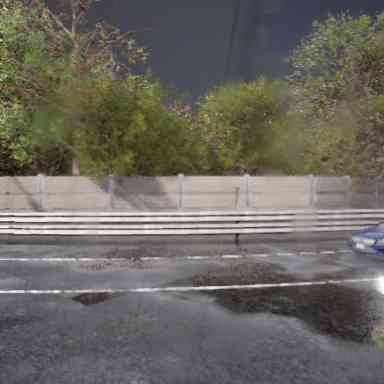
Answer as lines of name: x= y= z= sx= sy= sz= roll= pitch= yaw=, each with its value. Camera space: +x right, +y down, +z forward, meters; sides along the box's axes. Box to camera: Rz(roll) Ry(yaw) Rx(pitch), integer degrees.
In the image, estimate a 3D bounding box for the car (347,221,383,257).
car: x=7.570 y=1.456 z=11.285 sx=4.674 sy=1.442 sz=1.812 roll=0 pitch=0 yaw=-17
